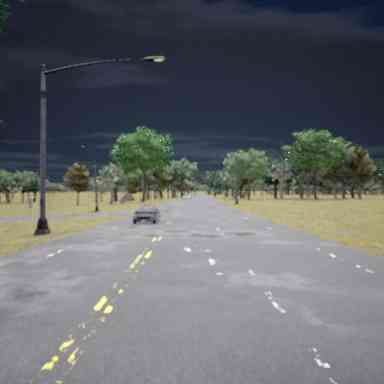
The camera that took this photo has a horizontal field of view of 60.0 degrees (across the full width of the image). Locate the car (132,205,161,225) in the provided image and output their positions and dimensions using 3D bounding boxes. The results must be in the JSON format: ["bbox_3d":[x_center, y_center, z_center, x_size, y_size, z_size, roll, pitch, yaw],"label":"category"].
[{"bbox_3d":[-3.590,1.780,27.014,2.033,1.411,5.357,0,-1,-1],"label":"car"}]
